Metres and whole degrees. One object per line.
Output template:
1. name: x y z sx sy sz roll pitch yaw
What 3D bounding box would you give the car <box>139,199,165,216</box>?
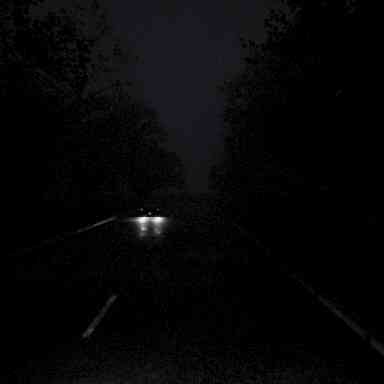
1. car: -3.371 1.305 29.285 2.033 1.411 5.357 0 0 0
